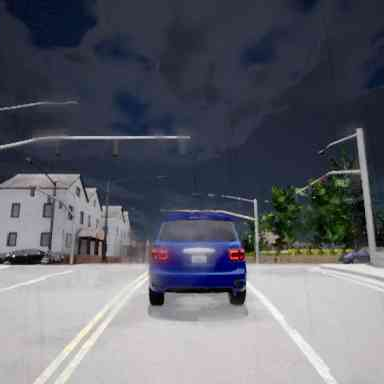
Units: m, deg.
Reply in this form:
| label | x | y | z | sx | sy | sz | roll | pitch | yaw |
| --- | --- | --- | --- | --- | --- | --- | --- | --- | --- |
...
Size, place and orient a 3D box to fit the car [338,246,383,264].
| label | x | y | z | sx | sy | sz | roll | pitch | yaw |
| --- | --- | --- | --- | --- | --- | --- | --- | --- | --- |
| car | 15.455 | 5.641 | 29.564 | 4.553 | 1.767 | 2.097 | 0 | -12 | 1 |

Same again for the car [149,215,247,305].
| label | x | y | z | sx | sy | sz | roll | pitch | yaw |
| --- | --- | --- | --- | --- | --- | --- | --- | --- | --- |
| car | 0.087 | 1.756 | 9.274 | 2.150 | 2.045 | 5.566 | 0 | -7 | -1 |

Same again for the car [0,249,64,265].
| label | x | y | z | sx | sy | sz | roll | pitch | yaw |
| --- | --- | --- | --- | --- | --- | --- | --- | --- | --- |
| car | -12.746 | 5.255 | 26.339 | 4.892 | 1.490 | 1.837 | -6 | -12 | -3 |
